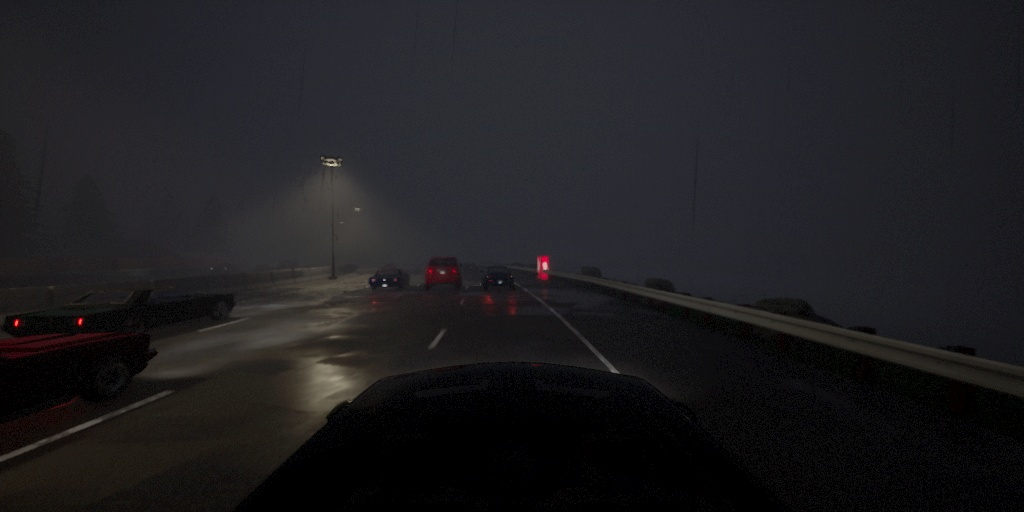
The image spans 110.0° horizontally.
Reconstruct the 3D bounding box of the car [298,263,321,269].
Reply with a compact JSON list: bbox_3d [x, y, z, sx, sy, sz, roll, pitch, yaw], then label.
[{"bbox_3d":[-29.196,1.827,52.352,1.895,1.301,4.718,-1,0,-18],"label":"car"}]

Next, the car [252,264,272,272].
[{"bbox_3d":[-36.968,1.895,53.464,1.994,1.385,4.181,-1,0,-19],"label":"car"}]

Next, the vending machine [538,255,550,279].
[{"bbox_3d":[2.769,0.946,31.315,1.100,2.100,0.880,0,0,-9],"label":"vending machine"}]

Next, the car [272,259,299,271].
[{"bbox_3d":[-33.302,1.508,53.531,2.150,2.045,5.566,-1,0,-19],"label":"car"}]

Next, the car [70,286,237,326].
[{"bbox_3d":[-10.319,1.507,10.189,1.895,1.301,4.718,-1,0,-3],"label":"car"}]

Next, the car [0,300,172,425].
[{"bbox_3d":[-6.661,1.447,3.637,1.895,1.301,4.718,-1,0,-1],"label":"car"}]

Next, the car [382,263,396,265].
[{"bbox_3d":[-17.497,1.624,50.983,1.994,1.385,4.181,-1,0,-18],"label":"car"}]

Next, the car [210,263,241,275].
[{"bbox_3d":[-39.122,1.713,48.976,2.097,1.767,4.553,-1,0,-18],"label":"car"}]

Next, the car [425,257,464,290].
[{"bbox_3d":[-4.432,1.063,23.564,2.150,2.045,5.566,0,0,-8],"label":"car"}]

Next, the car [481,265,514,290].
[{"bbox_3d":[-0.980,1.317,22.826,1.812,1.442,4.674,0,0,-7],"label":"car"}]

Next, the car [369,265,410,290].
[{"bbox_3d":[-7.981,1.492,23.842,1.895,1.301,4.718,-1,0,-8],"label":"car"}]

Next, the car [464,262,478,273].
[{"bbox_3d":[-5.756,1.455,47.946,1.994,1.385,4.181,-1,0,-16],"label":"car"}]
